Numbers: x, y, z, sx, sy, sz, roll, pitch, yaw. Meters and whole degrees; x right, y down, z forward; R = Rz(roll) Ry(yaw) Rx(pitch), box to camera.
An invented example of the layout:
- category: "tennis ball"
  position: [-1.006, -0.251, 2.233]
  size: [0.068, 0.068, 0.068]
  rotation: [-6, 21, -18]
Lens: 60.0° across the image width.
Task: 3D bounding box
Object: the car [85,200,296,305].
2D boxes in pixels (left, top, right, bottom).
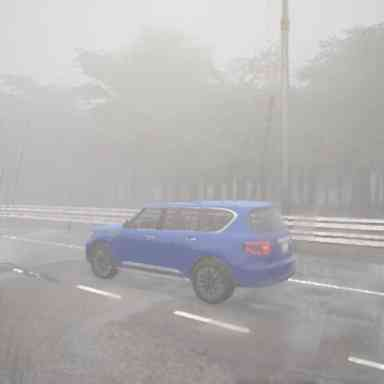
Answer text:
- category: "car"
  position: [-0.280, 1.228, 8.367]
  size: [5.566, 2.045, 2.150]
  rotation: [0, 0, 36]
